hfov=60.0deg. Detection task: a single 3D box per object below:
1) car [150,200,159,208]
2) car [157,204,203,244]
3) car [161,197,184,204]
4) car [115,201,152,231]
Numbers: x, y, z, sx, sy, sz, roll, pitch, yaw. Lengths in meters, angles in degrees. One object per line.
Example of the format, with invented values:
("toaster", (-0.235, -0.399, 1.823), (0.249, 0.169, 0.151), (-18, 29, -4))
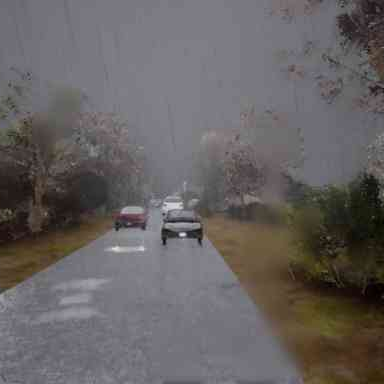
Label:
("car", (-7.346, 2.306, 63.410), (2.097, 1.767, 4.553), (0, -2, -4))
("car", (-0.528, 1.580, 16.312), (2.128, 1.511, 4.902), (0, 0, -3))
("car", (-2.038, 1.530, 35.466), (2.150, 2.045, 5.566), (0, -1, -5))
("car", (-3.859, 1.610, 21.924), (1.882, 1.535, 5.008), (0, -1, -4))
